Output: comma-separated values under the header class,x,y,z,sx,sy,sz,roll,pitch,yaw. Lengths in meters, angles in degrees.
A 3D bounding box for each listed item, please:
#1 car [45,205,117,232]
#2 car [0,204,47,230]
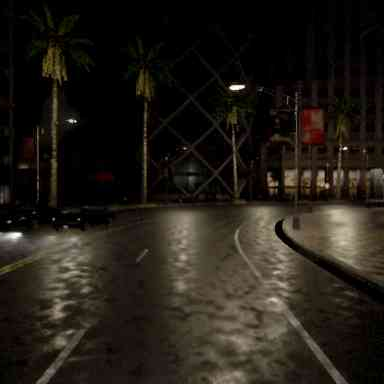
class,x,y,z,sx,sy,sz,roll,pitch,yaw
car,-6.194,1.489,19.482,1.895,1.301,4.718,0,0,10
car,-9.630,1.432,20.145,1.994,1.385,4.181,0,0,10
